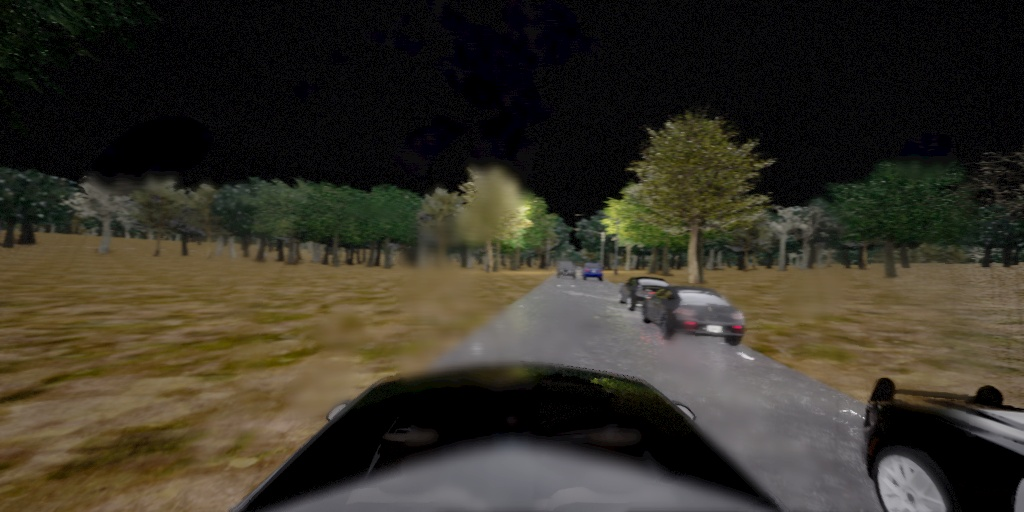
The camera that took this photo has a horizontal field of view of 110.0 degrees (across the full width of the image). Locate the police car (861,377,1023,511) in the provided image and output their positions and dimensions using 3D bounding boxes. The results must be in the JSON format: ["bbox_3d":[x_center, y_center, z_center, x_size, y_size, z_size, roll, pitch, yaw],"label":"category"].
[{"bbox_3d":[3.607,1.323,1.013,1.930,1.638,5.238,2,-1,9],"label":"police car"}]

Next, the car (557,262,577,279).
[{"bbox_3d":[6.924,1.793,45.244,2.150,2.045,5.566,2,-1,9],"label":"car"}]

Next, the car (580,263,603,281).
[{"bbox_3d":[9.654,1.886,43.006,2.150,2.045,5.566,2,0,9],"label":"car"}]

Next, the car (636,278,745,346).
[{"bbox_3d":[5.205,1.605,10.772,1.812,1.442,4.674,2,-1,9],"label":"car"}]

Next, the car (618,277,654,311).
[{"bbox_3d":[6.177,1.697,16.691,1.837,1.490,4.892,2,-1,9],"label":"car"}]

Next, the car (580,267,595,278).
[{"bbox_3d":[11.474,2.442,54.934,2.033,1.411,5.357,2,-1,9],"label":"car"}]
